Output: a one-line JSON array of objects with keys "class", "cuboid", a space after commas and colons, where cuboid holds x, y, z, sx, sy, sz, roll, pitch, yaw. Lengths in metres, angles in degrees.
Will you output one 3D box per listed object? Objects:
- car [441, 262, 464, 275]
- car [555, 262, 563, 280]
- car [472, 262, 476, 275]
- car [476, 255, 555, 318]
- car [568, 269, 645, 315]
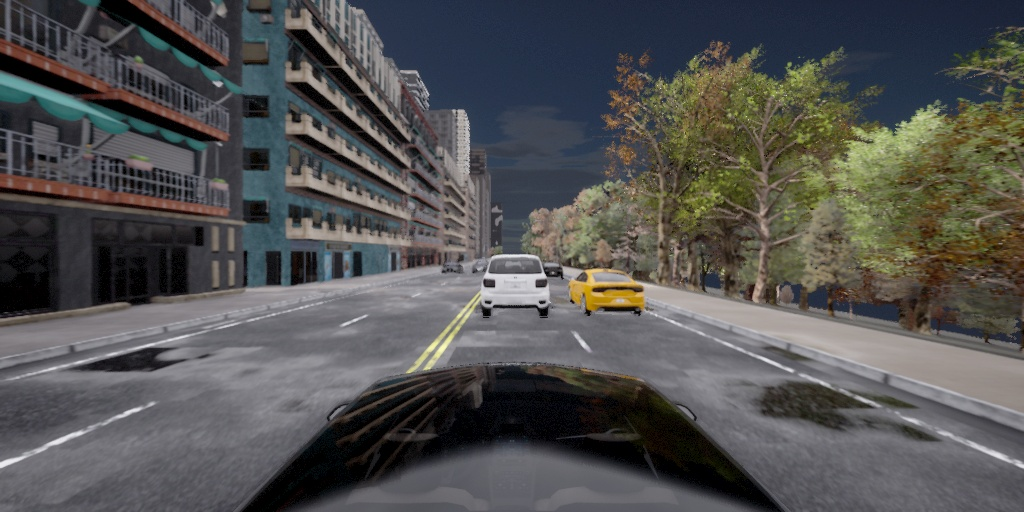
[{"class": "car", "cuboid": [-6.593, 1.329, 39.982, 1.994, 1.385, 4.181, 0, 0, 0]}, {"class": "car", "cuboid": [3.350, 1.239, 31.803, 1.882, 1.535, 5.008, 0, 0, 0]}, {"class": "car", "cuboid": [-3.344, 1.258, 39.656, 2.128, 1.511, 4.902, 0, 0, 0]}, {"class": "car", "cuboid": [0.099, 0.975, 13.217, 2.150, 2.045, 5.566, 0, 0, 0]}, {"class": "car", "cuboid": [3.350, 1.231, 13.544, 1.882, 1.535, 5.008, 0, 0, 0]}]
